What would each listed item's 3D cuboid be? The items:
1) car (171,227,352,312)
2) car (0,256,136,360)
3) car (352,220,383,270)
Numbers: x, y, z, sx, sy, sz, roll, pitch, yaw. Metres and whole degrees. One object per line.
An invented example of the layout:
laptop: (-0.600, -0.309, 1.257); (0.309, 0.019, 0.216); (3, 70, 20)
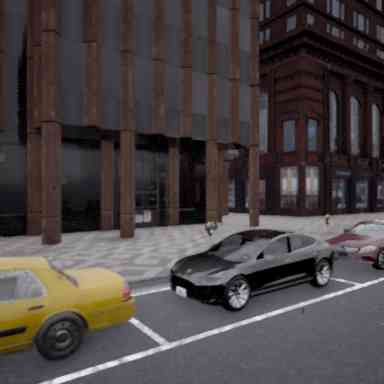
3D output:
car: (1.566, 1.575, 7.765); (4.313, 1.339, 1.947); (0, 0, -35)
car: (-3.162, 1.525, 4.395); (4.829, 1.417, 1.752); (0, 0, -35)
car: (6.157, 1.601, 11.036); (4.206, 1.307, 1.802); (0, 0, -35)
